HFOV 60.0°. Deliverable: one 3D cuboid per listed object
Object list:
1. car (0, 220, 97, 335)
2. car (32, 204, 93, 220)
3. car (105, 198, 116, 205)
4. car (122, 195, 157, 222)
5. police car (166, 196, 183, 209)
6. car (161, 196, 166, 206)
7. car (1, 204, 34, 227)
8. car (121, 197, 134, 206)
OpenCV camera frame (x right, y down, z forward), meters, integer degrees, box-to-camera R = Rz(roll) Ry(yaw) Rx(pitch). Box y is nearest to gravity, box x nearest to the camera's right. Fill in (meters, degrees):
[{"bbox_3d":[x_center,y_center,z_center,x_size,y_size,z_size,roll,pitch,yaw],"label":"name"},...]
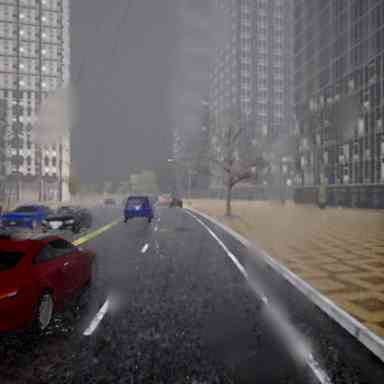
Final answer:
[{"bbox_3d":[-3.279,1.548,6.612,1.812,1.442,4.674,0,0,-1],"label":"car"},{"bbox_3d":[-7.221,1.555,19.664,2.128,1.511,4.902,0,0,-3],"label":"car"},{"bbox_3d":[-15.439,1.753,63.010,2.033,1.411,5.357,0,0,-10],"label":"car"},{"bbox_3d":[-4.277,1.304,27.441,2.150,2.045,5.566,0,0,-4],"label":"car"},{"bbox_3d":[-2.432,1.572,49.402,1.930,1.638,5.238,0,0,-8],"label":"police car"},{"bbox_3d":[-3.915,1.531,59.311,2.097,1.767,4.553,0,0,-9],"label":"car"},{"bbox_3d":[-10.609,1.552,21.878,1.882,1.535,5.008,0,0,-4],"label":"car"},{"bbox_3d":[-11.899,1.693,61.507,2.128,1.511,4.902,0,0,-9],"label":"car"}]
